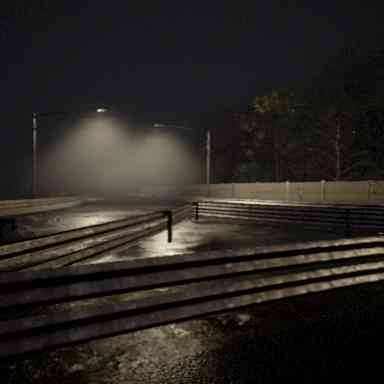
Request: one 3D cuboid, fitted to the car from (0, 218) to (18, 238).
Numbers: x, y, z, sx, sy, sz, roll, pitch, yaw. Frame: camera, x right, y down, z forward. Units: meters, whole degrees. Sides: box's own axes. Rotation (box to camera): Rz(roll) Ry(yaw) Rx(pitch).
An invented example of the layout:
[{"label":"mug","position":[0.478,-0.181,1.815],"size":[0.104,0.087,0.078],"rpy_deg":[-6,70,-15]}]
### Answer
[{"label":"car","position":[-9.631,1.466,13.902],"size":[1.895,1.301,4.718],"rpy_deg":[0,0,11]}]
